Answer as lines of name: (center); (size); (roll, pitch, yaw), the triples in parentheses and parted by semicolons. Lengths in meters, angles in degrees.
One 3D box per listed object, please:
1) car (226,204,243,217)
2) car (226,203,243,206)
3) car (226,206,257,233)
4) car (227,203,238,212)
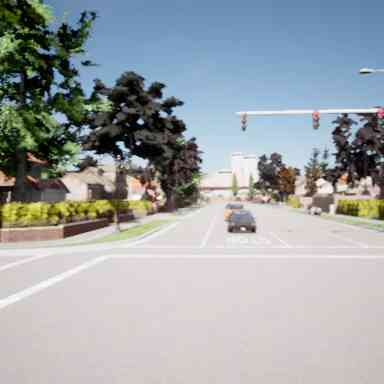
car: (5.427, 2.293, 43.144); (2.128, 1.511, 4.902); (0, -1, 6)
car: (4.432, 1.968, 33.139); (2.097, 1.767, 4.553); (0, -1, 6)
car: (3.482, 1.987, 23.556); (2.033, 1.411, 5.357); (0, -1, 6)
car: (6.717, 2.560, 55.825); (1.812, 1.442, 4.674); (0, -1, 6)
